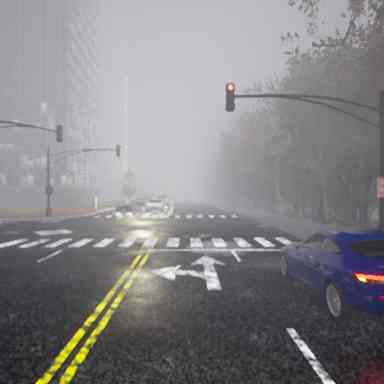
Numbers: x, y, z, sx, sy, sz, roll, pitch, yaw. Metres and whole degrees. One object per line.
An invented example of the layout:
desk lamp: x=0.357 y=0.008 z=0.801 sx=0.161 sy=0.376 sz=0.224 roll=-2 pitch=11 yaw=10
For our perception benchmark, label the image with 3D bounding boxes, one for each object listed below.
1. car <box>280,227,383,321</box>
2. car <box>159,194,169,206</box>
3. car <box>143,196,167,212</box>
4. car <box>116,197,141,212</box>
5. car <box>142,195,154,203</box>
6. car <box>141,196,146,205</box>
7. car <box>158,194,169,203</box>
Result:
car: x=3.321 y=1.485 z=7.174 sx=1.812 sy=1.442 sz=4.674 roll=-3 pitch=-1 yaw=-2
car: x=-4.935 y=1.335 z=53.763 sx=2.097 sy=1.767 sz=4.553 roll=0 pitch=0 yaw=-3
car: x=-4.156 y=1.512 z=37.934 sx=1.812 sy=1.442 sz=4.674 roll=0 pitch=1 yaw=-1
car: x=-7.423 y=1.532 z=38.161 sx=2.033 sy=1.411 sz=5.357 roll=0 pitch=0 yaw=-2
car: x=-9.078 y=1.484 z=68.608 sx=2.128 sy=1.511 sz=4.902 roll=0 pitch=0 yaw=-4
car: x=-8.105 y=1.531 z=52.244 sx=2.033 sy=1.411 sz=5.357 roll=0 pitch=0 yaw=-3
car: x=-5.853 y=1.302 z=69.041 sx=2.097 sy=1.767 sz=4.553 roll=0 pitch=0 yaw=-4
